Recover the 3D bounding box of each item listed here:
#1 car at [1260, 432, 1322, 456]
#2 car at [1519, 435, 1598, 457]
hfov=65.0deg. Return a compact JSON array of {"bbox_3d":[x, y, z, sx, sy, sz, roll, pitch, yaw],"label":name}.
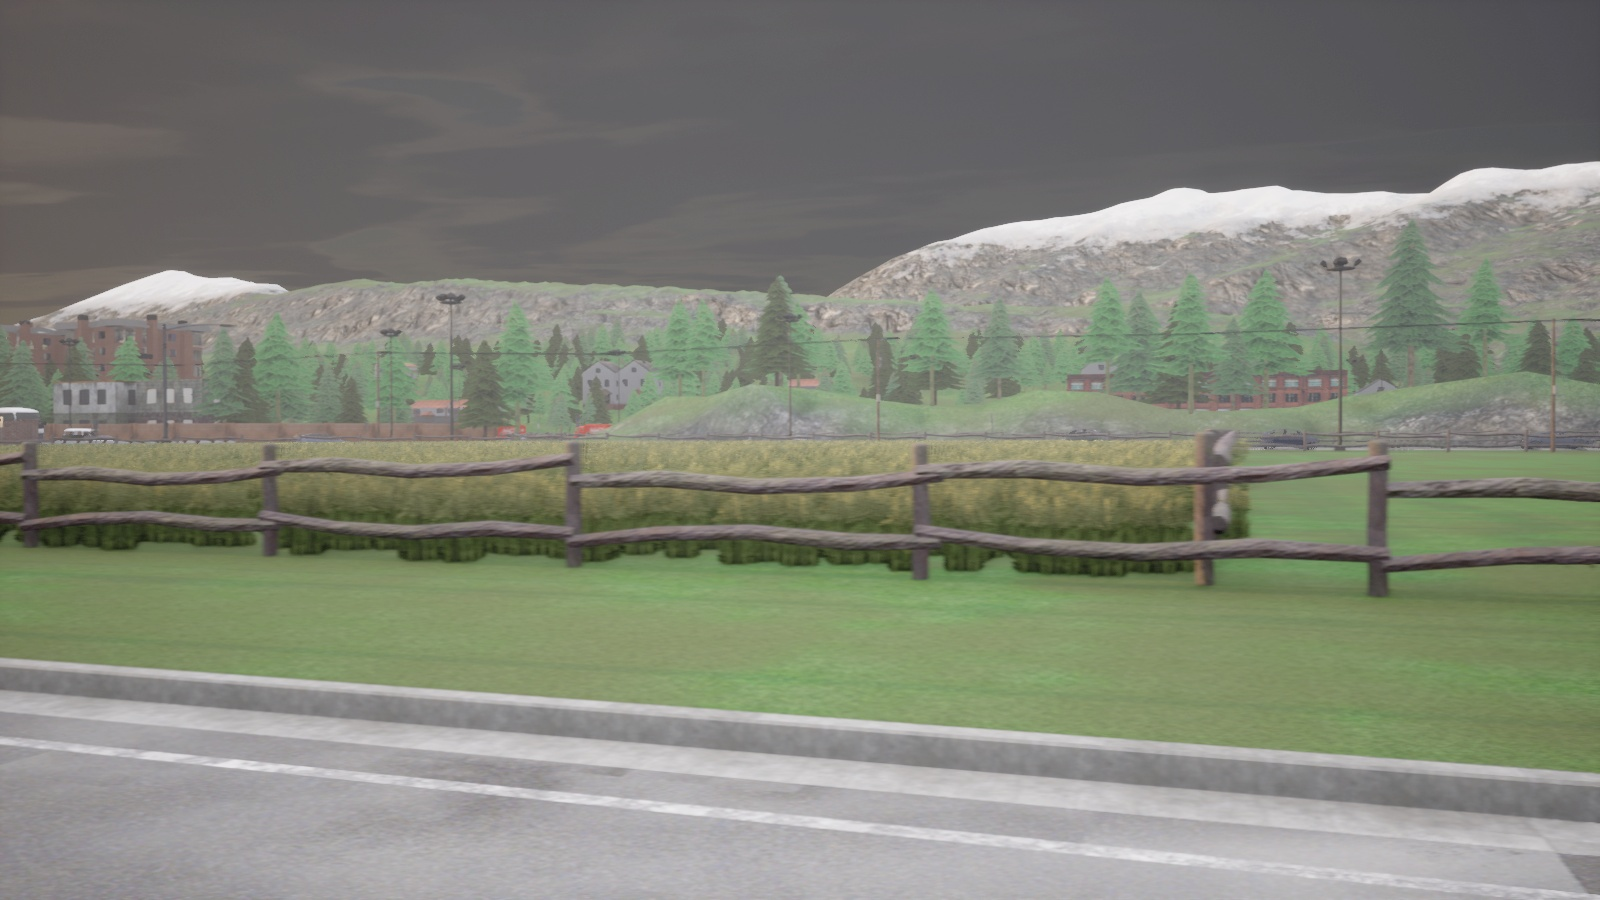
[{"bbox_3d":[32.494,-0.407,83.203,3.705,1.549,1.789,0,1,18],"label":"car"},{"bbox_3d":[50.955,-0.279,84.461,4.181,1.385,1.994,0,1,18],"label":"car"}]
